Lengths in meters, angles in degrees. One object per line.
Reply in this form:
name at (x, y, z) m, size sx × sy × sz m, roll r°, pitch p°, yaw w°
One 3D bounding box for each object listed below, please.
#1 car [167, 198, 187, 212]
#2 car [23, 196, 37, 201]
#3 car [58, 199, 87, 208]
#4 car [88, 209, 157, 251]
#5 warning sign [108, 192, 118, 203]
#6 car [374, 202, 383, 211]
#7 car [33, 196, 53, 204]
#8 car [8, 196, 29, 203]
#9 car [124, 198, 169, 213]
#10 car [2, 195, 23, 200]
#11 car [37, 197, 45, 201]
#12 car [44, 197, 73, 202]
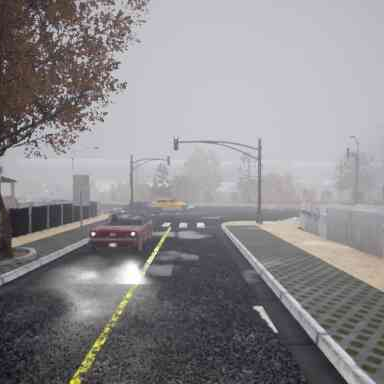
car at (-2.848, 1.527, 40.259) m, size 5.008 × 1.535 × 1.882 m, roll -1°, pitch 2°, yaw 36°
car at (-31.118, 1.790, 60.904) m, size 4.902 × 1.511 × 2.128 m, roll -1°, pitch 2°, yaw 36°
car at (-18.552, 1.787, 51.680) m, size 4.718 × 1.301 × 1.895 m, roll -1°, pitch 2°, yaw 36°
car at (-2.837, 1.596, 14.136) m, size 1.895 × 1.301 × 4.718 m, roll 0°, pitch 0°, yaw 0°
warning sign at (-14.250, 0.993, 60.238) m, size 1.060 × 1.860 × 1.300 m, roll 2°, pitch 1°, yaw 36°
car at (15.887, 1.486, 26.652) m, size 4.718 × 1.301 × 1.895 m, roll -1°, pitch 2°, yaw 36°
car at (-30.863, 1.656, 68.768) m, size 4.181 × 1.385 × 1.994 m, roll -1°, pitch 2°, yaw 36°
car at (-38.968, 1.608, 74.651) m, size 4.902 × 1.511 × 2.128 m, roll -1°, pitch 2°, yaw 36°
car at (-5.573, 1.720, 37.930) m, size 5.357 × 1.411 × 2.033 m, roll 0°, pitch 2°, yaw 42°
car at (-32.168, 1.620, 57.617) m, size 5.566 × 2.045 × 2.150 m, roll 0°, pitch 2°, yaw 37°
car at (-30.694, 1.796, 64.634) m, size 4.718 × 1.301 × 1.895 m, roll -1°, pitch 2°, yaw 36°
car at (-18.551, 1.783, 47.657) m, size 4.892 × 1.490 × 1.837 m, roll 0°, pitch 2°, yaw 36°
